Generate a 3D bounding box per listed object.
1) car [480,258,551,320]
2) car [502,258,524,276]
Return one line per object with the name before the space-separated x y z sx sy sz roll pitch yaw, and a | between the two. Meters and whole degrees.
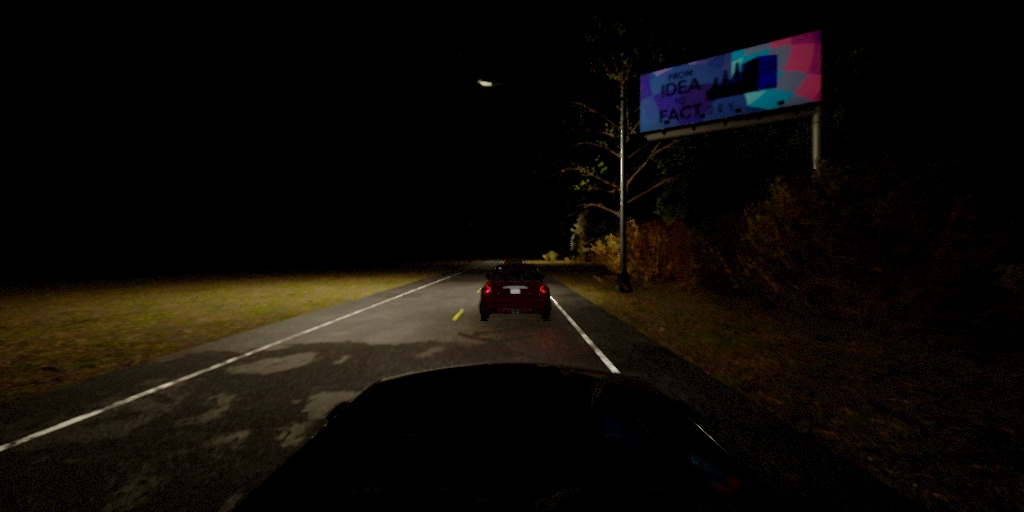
car | 0.098 1.006 12.325 2.097 1.767 4.553 0 1 0
car | 0.107 0.942 33.186 1.882 1.535 5.008 0 1 0
